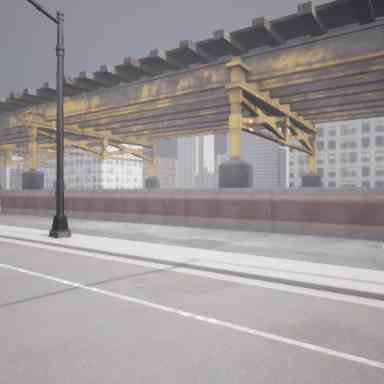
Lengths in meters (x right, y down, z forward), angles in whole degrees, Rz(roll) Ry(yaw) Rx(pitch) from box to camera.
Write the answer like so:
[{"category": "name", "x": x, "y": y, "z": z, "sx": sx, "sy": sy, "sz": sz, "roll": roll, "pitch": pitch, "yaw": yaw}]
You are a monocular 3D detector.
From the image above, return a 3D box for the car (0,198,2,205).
[{"category": "car", "x": -24.492, "y": 1.293, "z": 40.963, "sx": 4.536, "sy": 1.218, "sz": 1.853, "roll": 0, "pitch": 0, "yaw": -1}]
